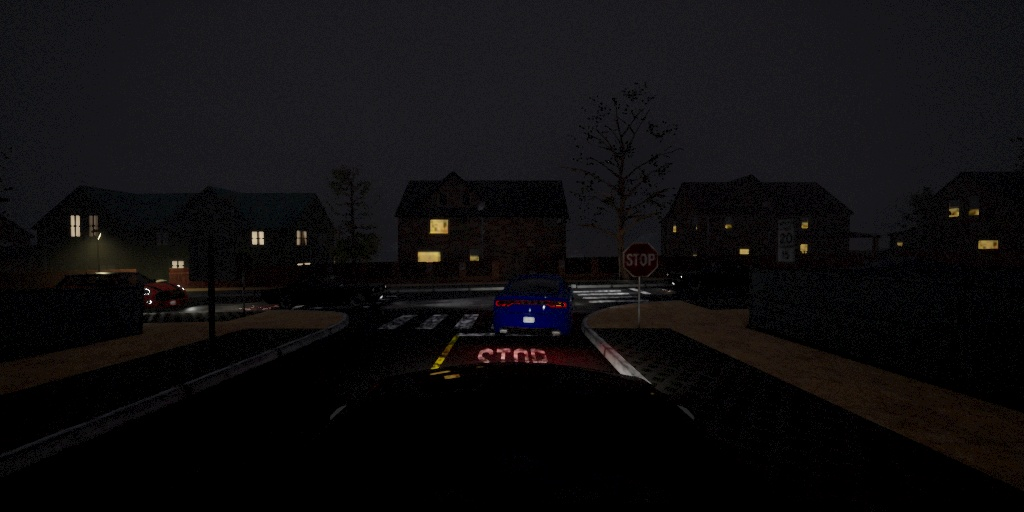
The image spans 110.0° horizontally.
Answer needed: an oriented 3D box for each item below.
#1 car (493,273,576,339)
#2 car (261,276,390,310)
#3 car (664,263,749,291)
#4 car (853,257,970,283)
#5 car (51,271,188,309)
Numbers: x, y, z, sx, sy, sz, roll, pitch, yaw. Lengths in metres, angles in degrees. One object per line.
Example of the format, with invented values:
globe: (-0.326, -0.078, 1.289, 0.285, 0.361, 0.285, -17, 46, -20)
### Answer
car: (0.786, 1.226, 10.175, 1.882, 1.535, 5.008, 0, 0, 10)
car: (-7.813, 1.506, 15.382, 4.718, 1.301, 1.895, -1, 1, 0)
car: (10.409, 1.034, 18.311, 4.718, 1.301, 1.895, -1, 1, -1)
car: (20.055, 0.753, 18.347, 5.357, 1.411, 2.033, -1, 1, 0)
car: (-16.800, 1.472, 15.374, 4.553, 1.767, 2.097, -1, 1, 0)
